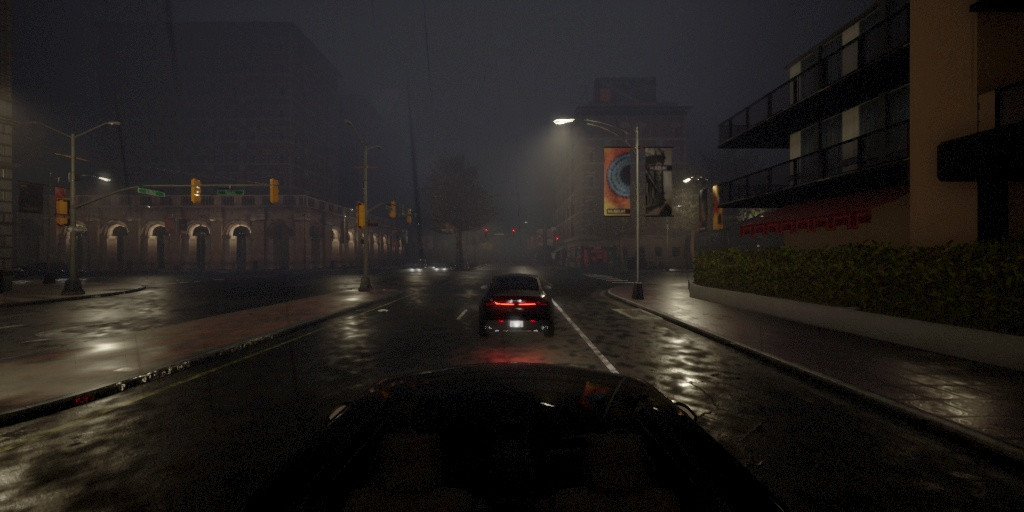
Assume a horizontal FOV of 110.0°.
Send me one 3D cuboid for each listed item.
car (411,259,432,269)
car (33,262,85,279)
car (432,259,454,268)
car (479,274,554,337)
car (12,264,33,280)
[{"bbox_3d":[-14.808,1.241,57.978,2.128,1.511,4.902,0,0,0],"label":"car"},{"bbox_3d":[-41.693,1.276,32.426,4.674,1.442,1.812,0,0,0],"label":"car"},{"bbox_3d":[-11.302,1.314,58.747,1.994,1.385,4.181,0,0,0],"label":"car"},{"bbox_3d":[0.117,1.255,10.339,1.837,1.490,4.892,0,0,0],"label":"car"},{"bbox_3d":[-42.566,1.101,28.931,4.553,1.767,2.097,0,0,0],"label":"car"}]
